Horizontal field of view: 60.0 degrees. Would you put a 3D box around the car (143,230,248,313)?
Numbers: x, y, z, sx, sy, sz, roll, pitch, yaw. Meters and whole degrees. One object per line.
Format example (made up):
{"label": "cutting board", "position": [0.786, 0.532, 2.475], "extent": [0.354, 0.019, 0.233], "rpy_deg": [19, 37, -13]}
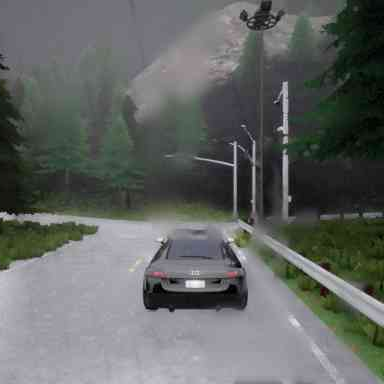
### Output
{"label": "car", "position": [0.078, 1.564, 7.773], "extent": [1.994, 1.385, 4.181], "rpy_deg": [0, 0, 1]}
